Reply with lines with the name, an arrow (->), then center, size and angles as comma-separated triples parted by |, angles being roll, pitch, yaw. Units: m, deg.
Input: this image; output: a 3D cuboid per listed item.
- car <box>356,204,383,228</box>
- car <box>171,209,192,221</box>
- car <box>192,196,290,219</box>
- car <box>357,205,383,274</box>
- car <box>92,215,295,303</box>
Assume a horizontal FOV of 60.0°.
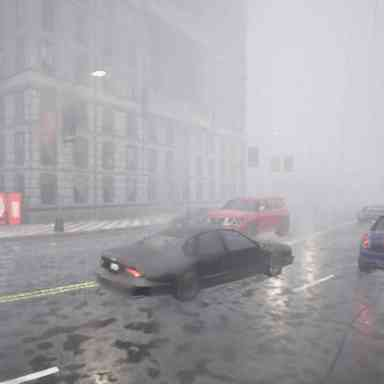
car -> 12.931, 1.584, 23.142 | 1.895, 1.301, 4.718 | 0, 0, 37
car -> 0.619, 1.546, 18.791 | 1.994, 1.385, 4.181 | 0, 0, 40
car -> 2.753, 1.209, 15.890 | 2.150, 2.045, 5.566 | 0, 0, 40
car -> 6.578, 1.346, 9.705 | 2.097, 1.767, 4.553 | 0, 0, 44
car -> 0.349, 1.540, 8.276 | 5.357, 1.411, 2.033 | 0, 0, -41
